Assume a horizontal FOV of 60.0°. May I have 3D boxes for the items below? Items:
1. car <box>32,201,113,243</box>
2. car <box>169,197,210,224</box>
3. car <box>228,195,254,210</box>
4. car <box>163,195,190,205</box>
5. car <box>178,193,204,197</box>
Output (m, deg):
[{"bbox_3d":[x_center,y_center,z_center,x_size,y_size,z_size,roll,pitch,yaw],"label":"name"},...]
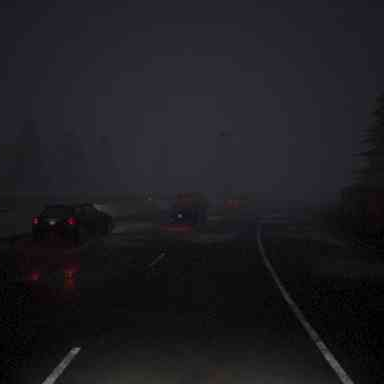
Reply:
[{"bbox_3d":[-5.454,1.288,15.854,2.097,1.767,4.553,0,0,9],"label":"car"},{"bbox_3d":[-0.179,1.383,23.807,1.882,1.535,5.008,0,0,14],"label":"car"},{"bbox_3d":[6.040,1.191,40.501,2.097,1.767,4.553,0,0,25],"label":"car"},{"bbox_3d":[-2.501,1.274,54.691,2.128,1.511,4.902,0,0,30],"label":"car"},{"bbox_3d":[0.144,1.078,35.975,2.150,2.045,5.566,0,0,22],"label":"car"}]
